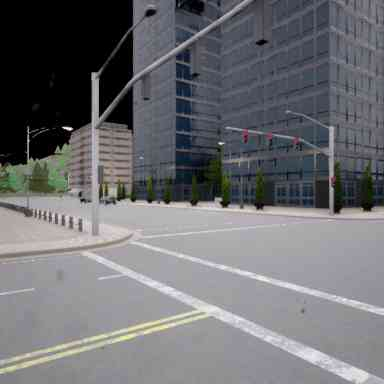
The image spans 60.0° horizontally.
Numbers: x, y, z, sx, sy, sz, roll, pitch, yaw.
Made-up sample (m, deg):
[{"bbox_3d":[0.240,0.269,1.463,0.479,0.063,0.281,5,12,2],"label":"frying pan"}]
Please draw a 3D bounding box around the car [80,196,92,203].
[{"bbox_3d":[-20.624,1.492,65.715,2.033,1.411,5.357,0,0,-33],"label":"car"}]

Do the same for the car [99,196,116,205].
[{"bbox_3d":[-14.656,1.449,57.203,1.837,1.490,4.892,0,0,-35],"label":"car"}]
